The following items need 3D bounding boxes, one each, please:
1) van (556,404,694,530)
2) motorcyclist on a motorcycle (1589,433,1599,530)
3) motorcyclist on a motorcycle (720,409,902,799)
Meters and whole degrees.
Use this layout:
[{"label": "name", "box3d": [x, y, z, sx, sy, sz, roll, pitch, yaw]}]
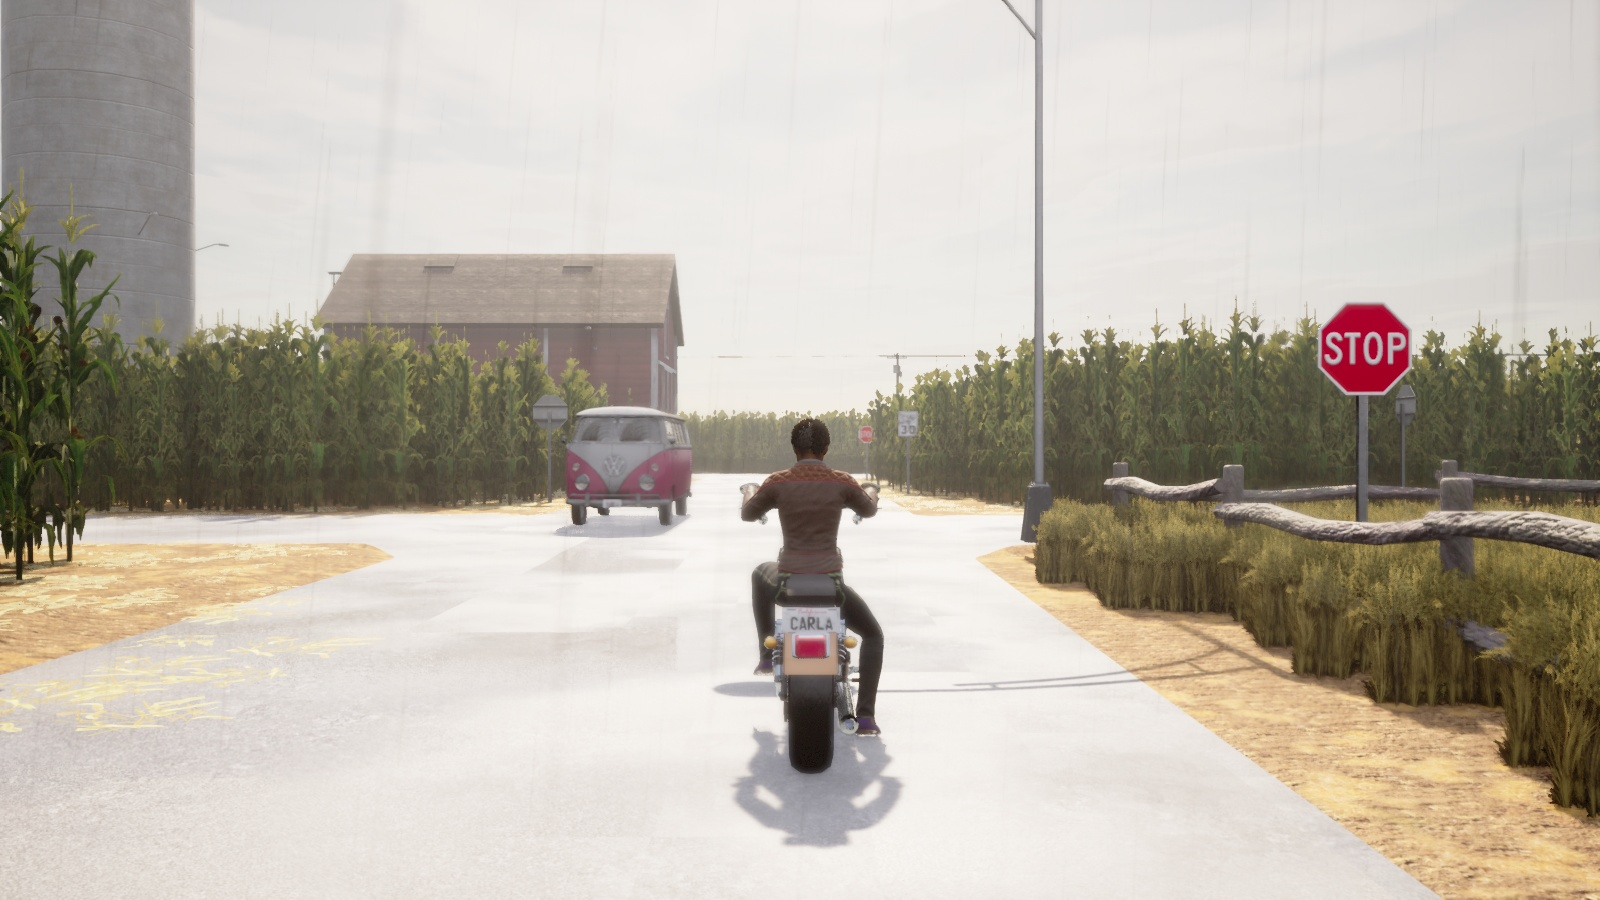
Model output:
[{"label": "van", "box3d": [-2.956, 0.258, 22.095, 1.775, 1.987, 4.442, 0, 0, 0]}, {"label": "motorcyclist on a motorcycle", "box3d": [14.875, 0.550, 21.415, 2.350, 1.649, 0.766, 0, 0, 1]}, {"label": "motorcyclist on a motorcycle", "box3d": [0.053, 0.647, 6.489, 0.766, 1.649, 2.350, 0, 0, 0]}]
